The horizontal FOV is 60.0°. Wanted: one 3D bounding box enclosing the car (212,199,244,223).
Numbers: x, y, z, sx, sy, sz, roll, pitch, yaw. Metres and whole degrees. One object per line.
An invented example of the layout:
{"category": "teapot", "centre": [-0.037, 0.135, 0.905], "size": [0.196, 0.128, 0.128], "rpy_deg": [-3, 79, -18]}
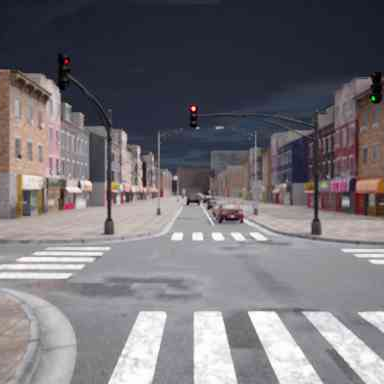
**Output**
{"category": "car", "centre": [2.715, 1.493, 24.468], "size": [1.887, 1.381, 4.507], "rpy_deg": [0, 0, 0]}

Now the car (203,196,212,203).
{"category": "car", "centre": [3.239, 1.482, 69.636], "size": [1.812, 1.442, 4.674], "rpy_deg": [0, 0, 0]}

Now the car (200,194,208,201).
{"category": "car", "centre": [2.889, 1.411, 81.264], "size": [1.967, 1.590, 4.097], "rpy_deg": [0, 0, 0]}

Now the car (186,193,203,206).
{"category": "car", "centre": [0.219, 1.161, 54.427], "size": [2.150, 2.045, 5.566], "rpy_deg": [0, 0, 1]}

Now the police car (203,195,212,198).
{"category": "police car", "centre": [3.203, 1.373, 62.746], "size": [1.930, 1.638, 5.238], "rpy_deg": [0, 0, 0]}

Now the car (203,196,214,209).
{"category": "car", "centre": [2.767, 1.500, 41.506], "size": [1.947, 1.339, 4.313], "rpy_deg": [0, 0, 0]}

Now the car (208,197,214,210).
{"category": "car", "centre": [2.733, 1.467, 30.317], "size": [1.752, 1.417, 4.829], "rpy_deg": [0, 0, 0]}
